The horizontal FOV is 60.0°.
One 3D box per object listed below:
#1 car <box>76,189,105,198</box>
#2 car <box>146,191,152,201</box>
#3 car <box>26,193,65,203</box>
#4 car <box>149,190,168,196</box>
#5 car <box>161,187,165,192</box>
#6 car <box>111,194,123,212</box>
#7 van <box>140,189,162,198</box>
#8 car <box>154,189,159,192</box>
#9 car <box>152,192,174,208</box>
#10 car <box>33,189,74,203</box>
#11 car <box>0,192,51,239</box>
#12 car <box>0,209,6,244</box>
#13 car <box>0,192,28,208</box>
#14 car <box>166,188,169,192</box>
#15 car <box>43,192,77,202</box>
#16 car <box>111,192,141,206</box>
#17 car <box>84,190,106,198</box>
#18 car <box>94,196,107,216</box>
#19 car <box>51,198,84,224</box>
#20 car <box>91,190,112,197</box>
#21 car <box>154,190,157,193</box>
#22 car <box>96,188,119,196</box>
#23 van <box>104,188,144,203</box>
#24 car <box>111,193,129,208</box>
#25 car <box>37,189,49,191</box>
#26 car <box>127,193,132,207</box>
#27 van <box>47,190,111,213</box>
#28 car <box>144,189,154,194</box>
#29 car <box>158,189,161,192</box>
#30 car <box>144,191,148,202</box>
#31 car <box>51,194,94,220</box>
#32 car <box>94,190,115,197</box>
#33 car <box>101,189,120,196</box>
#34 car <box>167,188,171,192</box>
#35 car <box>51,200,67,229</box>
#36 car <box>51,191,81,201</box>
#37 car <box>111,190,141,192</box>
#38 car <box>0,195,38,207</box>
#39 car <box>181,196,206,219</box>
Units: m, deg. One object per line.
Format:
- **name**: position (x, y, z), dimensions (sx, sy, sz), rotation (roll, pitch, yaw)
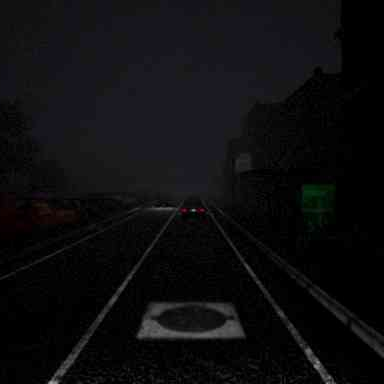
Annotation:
- **car**: position (-22.222, 0.320, 73.045), dimensions (5.566, 2.045, 2.435), rotation (0, 1, 0)
- **car**: position (-9.282, 0.919, 53.588), dimensions (4.674, 1.452, 2.002), rotation (0, 1, 0)
- **car**: position (-22.387, 0.917, 50.896), dimensions (5.008, 1.535, 2.097), rotation (0, 1, 1)
- **car**: position (-8.987, 0.350, 89.623), dimensions (4.674, 1.452, 2.002), rotation (-1, 1, 1)
- **car**: position (-9.109, 0.367, 70.280), dimensions (5.566, 2.045, 2.435), rotation (0, 1, 0)
- **car**: position (-9.475, 1.202, 31.323), dimensions (5.008, 1.535, 2.097), rotation (0, 1, 0)
- **van**: position (-8.998, 0.350, 72.939), dimensions (4.442, 1.987, 1.878), rotation (0, 1, 1)
- **car**: position (-9.394, 0.747, 61.938), dimensions (5.366, 1.575, 1.946), rotation (0, 1, 0)
- **car**: position (-3.269, 1.105, 40.335), dimensions (2.033, 1.411, 5.357), rotation (0, 1, 0)
- **car**: position (-22.331, 0.624, 53.678), dimensions (5.566, 2.045, 2.435), rotation (0, 1, 0)
- **car**: position (-9.640, 1.177, 14.622), dimensions (5.566, 2.045, 2.435), rotation (0, 1, 0)
- **car**: position (-9.633, 1.506, 11.843), dimensions (4.674, 1.452, 2.002), rotation (0, 1, 0)
- **car**: position (-22.446, 0.955, 39.756), dimensions (4.553, 1.767, 2.185), rotation (0, 1, 0)
- **car**: position (-9.047, 0.426, 84.199), dimensions (4.792, 1.488, 2.163), rotation (0, 1, 0)
- **car**: position (-22.341, 0.834, 56.466), dimensions (4.892, 1.521, 2.231), rotation (0, 1, 0)
- **car**: position (-9.213, 1.081, 39.671), dimensions (5.366, 1.575, 1.946), rotation (0, 1, 0)
- **car**: position (-22.138, 0.400, 75.955), dimensions (4.553, 1.767, 2.185), rotation (0, 1, 0)
- **car**: position (-9.523, 1.280, 25.757), dimensions (4.892, 1.521, 2.231), rotation (0, 1, 0)
- **car**: position (-9.750, 1.350, 20.193), dimensions (5.366, 1.575, 1.946), rotation (0, 1, 0)
- **car**: position (-22.154, 0.313, 81.400), dimensions (4.553, 1.767, 2.185), rotation (0, 1, 0)
- **car**: position (-9.238, 0.795, 59.154), dimensions (4.892, 1.521, 2.231), rotation (0, 1, 0)
- **car**: position (-22.103, 0.096, 87.092), dimensions (5.566, 2.045, 2.435), rotation (0, 1, 0)
- **van**: position (-9.234, 0.779, 45.171), dimensions (4.442, 1.987, 1.878), rotation (0, 1, 0)
- **car**: position (-9.440, 1.163, 34.106), dimensions (5.008, 1.535, 2.097), rotation (0, 1, 0)
- **car**: position (-22.374, 0.833, 48.109), dimensions (4.553, 1.767, 2.185), rotation (0, 1, 1)
- **car**: position (-9.424, 1.164, 36.890), dimensions (4.674, 1.452, 2.002), rotation (0, 1, 0)
- **van**: position (-9.610, 1.015, 28.538), dimensions (4.442, 1.987, 1.878), rotation (0, 1, 0)
- **car**: position (-9.224, 0.711, 56.367), dimensions (4.553, 1.767, 2.185), rotation (0, 1, 0)
- **car**: position (-9.178, 0.707, 64.719), dimensions (4.892, 1.521, 2.231), rotation (0, 1, 0)
- **car**: position (-9.298, 0.992, 48.022), dimensions (4.792, 1.488, 2.163), rotation (0, 1, 0)
- **car**: position (-9.510, 1.192, 22.847), dimensions (4.553, 1.767, 2.185), rotation (0, 1, 0)
- **car**: position (-22.130, 0.268, 84.184), dimensions (4.553, 1.767, 2.185), rotation (0, 1, 0)
- **car**: position (-22.019, 0.177, 89.878), dimensions (4.553, 1.767, 2.185), rotation (0, 1, 0)
- **car**: position (-8.809, 0.349, 86.979), dimensions (5.366, 1.575, 1.946), rotation (0, 1, 0)
- **car**: position (-9.583, 1.391, 17.408), dimensions (5.008, 1.535, 2.097), rotation (0, 1, 0)
- **car**: position (-22.343, 0.664, 59.249), dimensions (4.553, 1.767, 2.185), rotation (0, 1, 0)
- **car**: position (-9.343, 0.918, 42.453), dimensions (4.553, 1.767, 2.185), rotation (0, 1, 0)
- **car**: position (-22.457, 1.080, 42.544), dimensions (4.674, 1.452, 2.002), rotation (0, 1, 0)
- **car**: position (0.128, 1.305, 25.864), dimensions (2.033, 1.411, 5.357), rotation (0, 1, 0)
